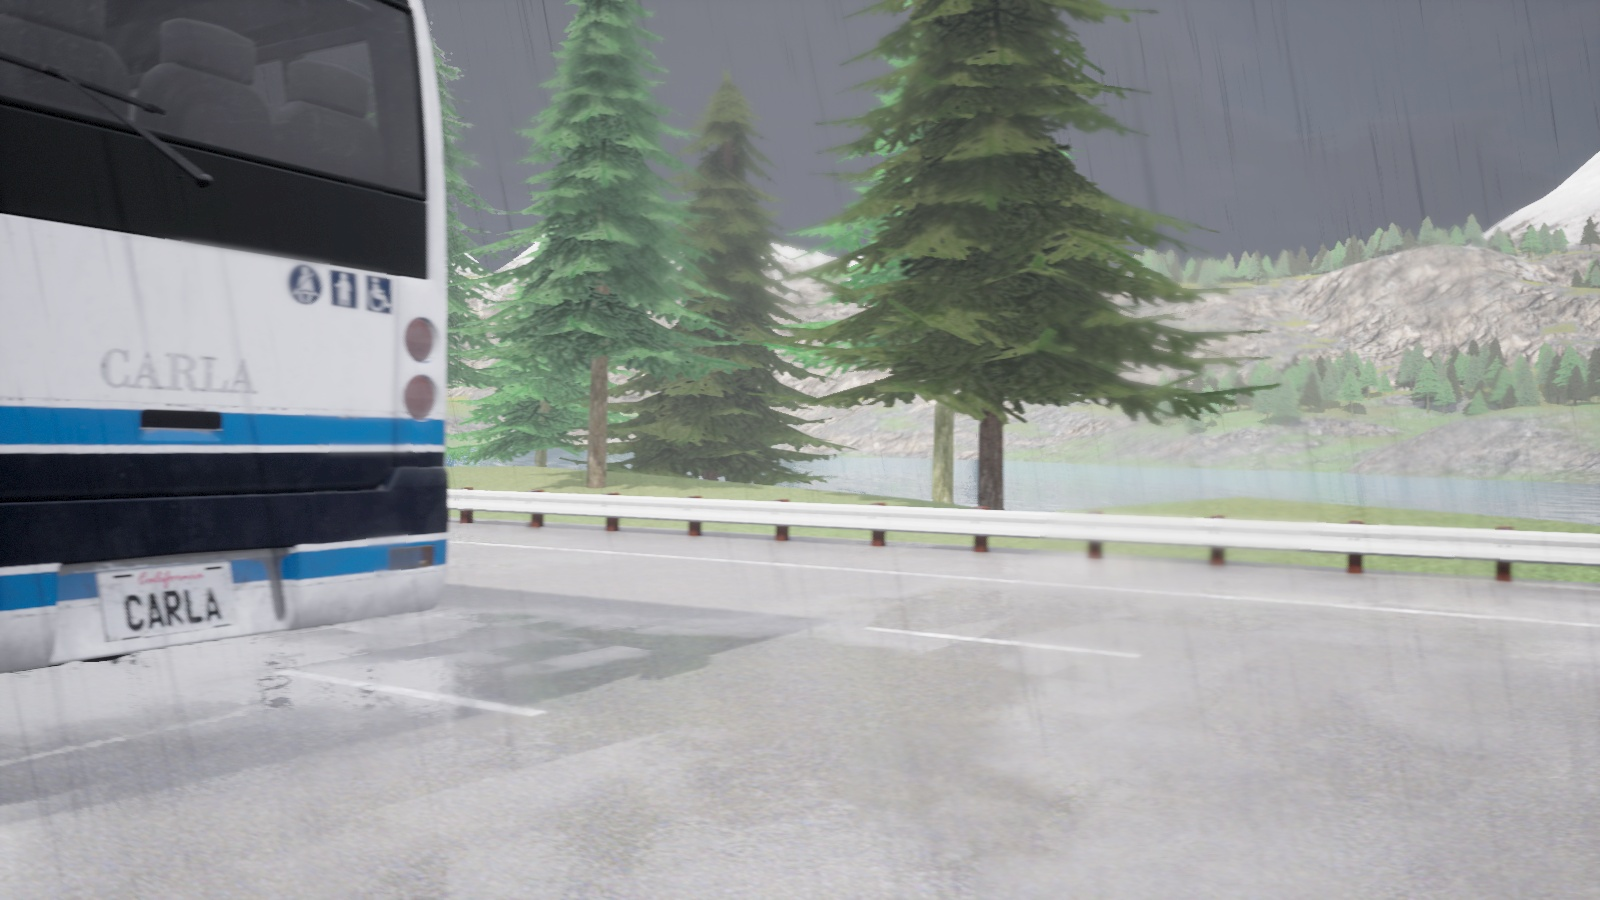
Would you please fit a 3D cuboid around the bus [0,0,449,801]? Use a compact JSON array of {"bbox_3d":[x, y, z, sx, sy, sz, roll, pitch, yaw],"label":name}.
[{"bbox_3d":[-7.492,-0.689,8.101,10.273,4.253,3.944,0,0,30],"label":"bus"}]
